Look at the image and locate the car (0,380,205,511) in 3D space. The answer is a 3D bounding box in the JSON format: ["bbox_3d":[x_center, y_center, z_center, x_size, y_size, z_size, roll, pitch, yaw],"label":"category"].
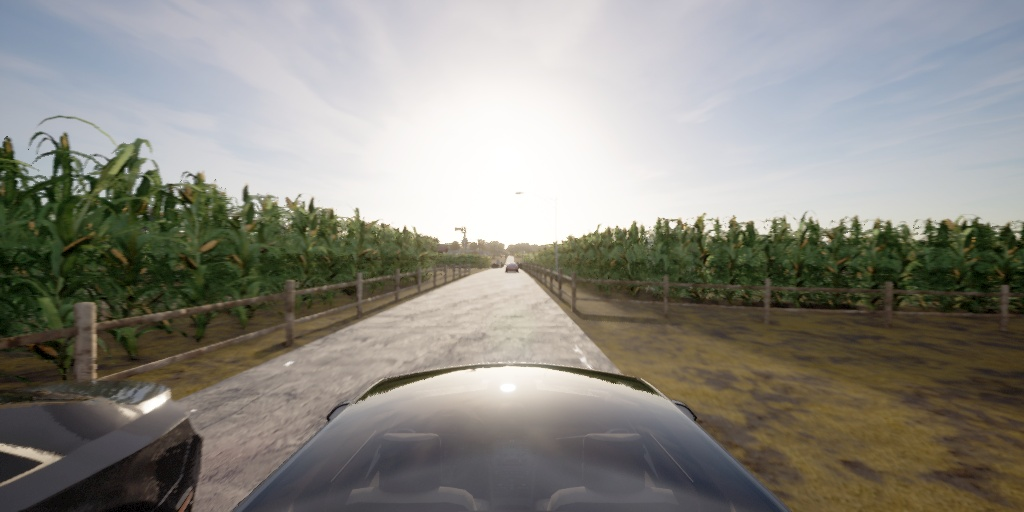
[{"bbox_3d":[-2.837,1.255,0.182,1.837,1.490,4.892,0,0,0],"label":"car"}]

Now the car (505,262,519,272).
[{"bbox_3d":[-0.012,1.737,54.096,1.994,1.385,4.181,0,-1,0],"label":"car"}]
